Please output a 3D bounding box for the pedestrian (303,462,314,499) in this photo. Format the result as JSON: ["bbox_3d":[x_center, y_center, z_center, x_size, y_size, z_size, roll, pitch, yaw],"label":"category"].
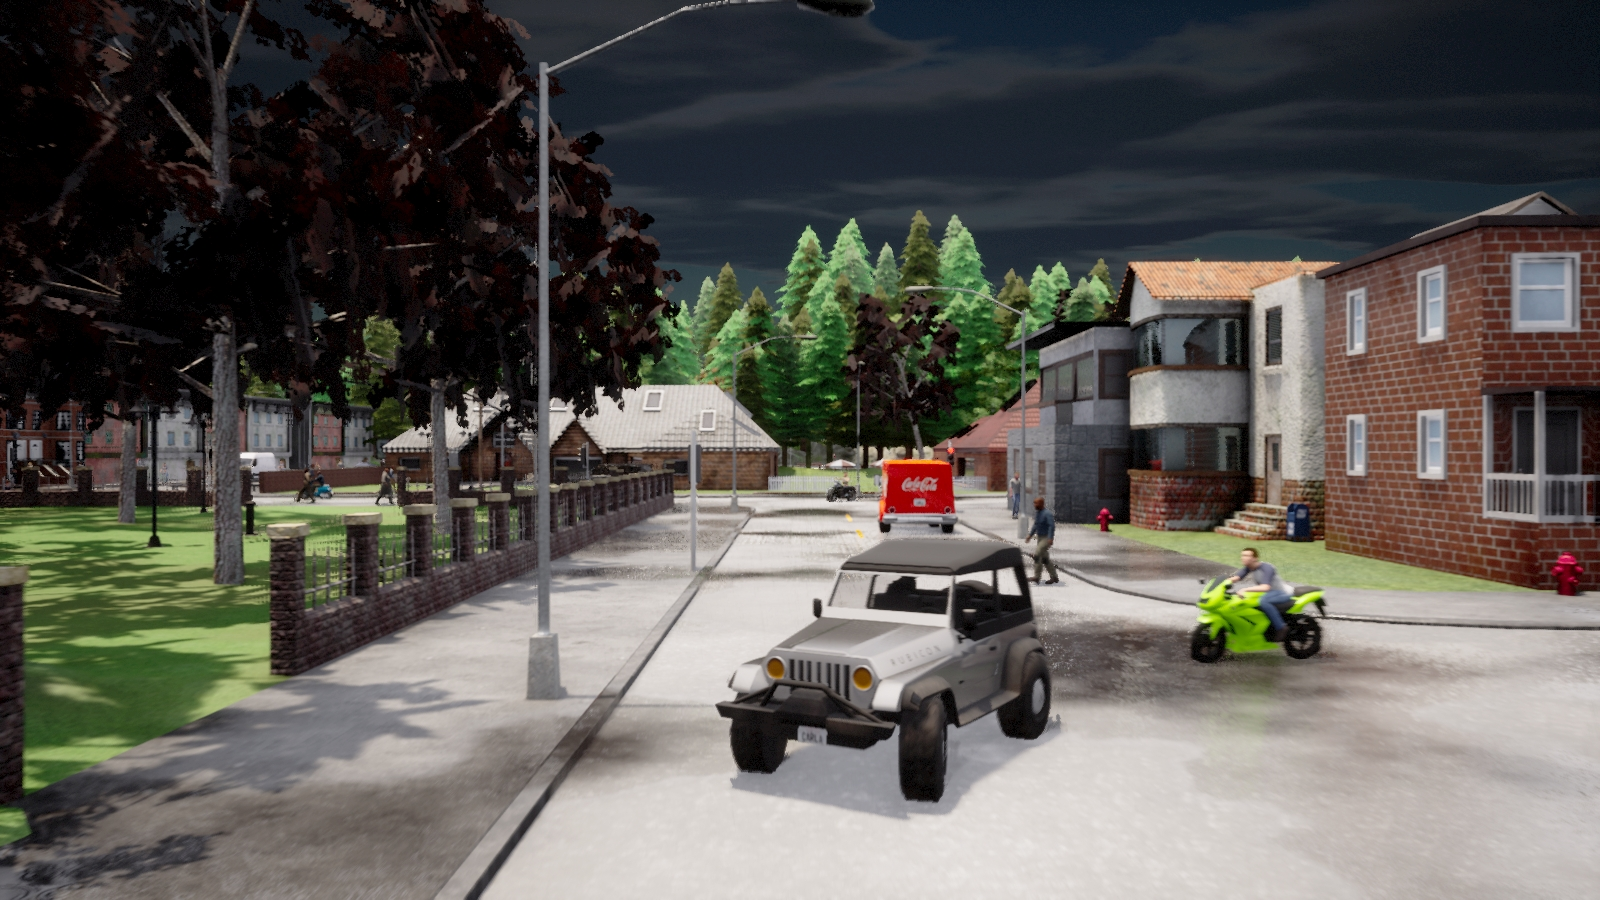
[{"bbox_3d":[-24.522,1.519,56.975,0.375,1.860,0.375,0,0,-1],"label":"pedestrian"}]

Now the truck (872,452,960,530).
[{"bbox_3d":[3.973,1.357,40.064,2.627,2.467,5.204,0,1,1],"label":"truck"}]

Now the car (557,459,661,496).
[{"bbox_3d":[-10.828,1.556,65.049,5.566,2.045,2.150,0,0,0],"label":"car"}]

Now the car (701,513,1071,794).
[{"bbox_3d":[0.990,1.637,10.679,1.905,1.878,3.866,0,0,31],"label":"car"}]

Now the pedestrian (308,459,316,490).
[{"bbox_3d":[-30.140,1.513,70.528,0.375,1.860,0.375,0,0,-9],"label":"pedestrian"}]

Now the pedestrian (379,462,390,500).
[{"bbox_3d":[-20.266,1.522,55.743,0.375,1.860,0.375,0,0,-2],"label":"pedestrian"}]

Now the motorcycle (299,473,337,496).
[{"bbox_3d":[-27.453,1.958,65.056,1.805,1.236,0.856,0,0,0],"label":"motorcycle"}]

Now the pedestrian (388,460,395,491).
[{"bbox_3d":[-24.667,1.519,68.970,0.375,1.860,0.375,0,0,-9],"label":"pedestrian"}]

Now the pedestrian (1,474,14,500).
[{"bbox_3d":[-38.688,1.802,55.795,0.375,1.300,0.375,0,0,-3],"label":"pedestrian"}]

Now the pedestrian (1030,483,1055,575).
[{"bbox_3d":[5.002,1.627,23.579,0.375,1.860,0.375,0,0,-15],"label":"pedestrian"}]

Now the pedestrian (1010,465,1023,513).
[{"bbox_3d":[8.392,1.515,44.281,0.375,1.860,0.375,0,0,-8],"label":"pedestrian"}]
